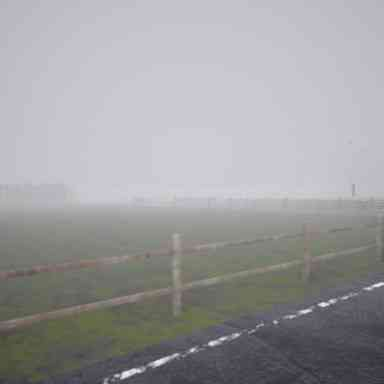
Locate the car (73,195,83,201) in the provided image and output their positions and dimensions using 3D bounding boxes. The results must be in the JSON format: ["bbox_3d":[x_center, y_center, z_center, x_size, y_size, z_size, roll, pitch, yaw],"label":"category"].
[{"bbox_3d":[-30.676,1.558,88.332,2.128,1.511,4.902,-1,0,-39],"label":"car"}]

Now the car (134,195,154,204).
[{"bbox_3d":[-8.991,1.279,61.832,2.097,1.767,4.553,-1,0,-39],"label":"car"}]
